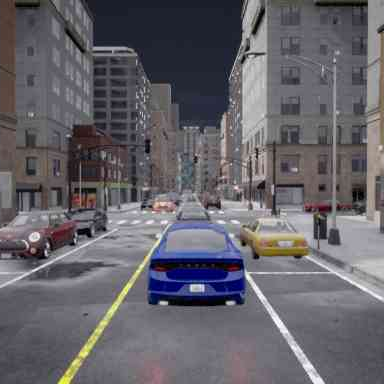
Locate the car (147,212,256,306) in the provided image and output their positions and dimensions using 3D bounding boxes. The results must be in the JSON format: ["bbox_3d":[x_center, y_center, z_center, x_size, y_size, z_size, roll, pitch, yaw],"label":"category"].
[{"bbox_3d":[0.084,1.477,8.109,1.882,1.535,5.008,0,0,0],"label":"car"}]

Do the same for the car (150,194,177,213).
[{"bbox_3d":[-3.157,1.373,37.872,2.097,1.767,4.553,0,0,0],"label":"car"}]

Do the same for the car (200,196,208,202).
[{"bbox_3d":[2.740,1.578,78.258,1.752,1.417,4.829,-1,0,0],"label":"car"}]

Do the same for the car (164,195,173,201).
[{"bbox_3d":[-5.802,1.495,83.661,1.967,1.590,4.097,-1,0,0],"label":"car"}]

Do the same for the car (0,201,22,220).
[{"bbox_3d":[-18.071,1.660,29.470,5.008,1.535,1.882,-1,1,-1],"label":"car"}]

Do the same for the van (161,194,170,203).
[{"bbox_3d":[-5.787,1.391,72.490,1.690,1.788,3.998,-1,0,0],"label":"van"}]

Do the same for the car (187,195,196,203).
[{"bbox_3d":[-0.110,1.568,74.003,2.128,1.511,4.902,0,0,0],"label":"car"}]

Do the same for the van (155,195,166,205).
[{"bbox_3d":[-5.770,1.384,61.318,1.690,1.788,3.998,-1,0,0],"label":"van"}]

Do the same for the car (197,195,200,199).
[{"bbox_3d":[2.752,1.362,66.916,2.192,1.841,5.009,-1,0,0],"label":"car"}]

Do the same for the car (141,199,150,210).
[{"bbox_3d":[-5.743,1.595,44.560,1.947,1.339,4.313,-1,0,0],"label":"car"}]

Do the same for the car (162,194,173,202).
[{"bbox_3d":[-5.795,1.368,78.076,2.192,1.841,5.009,-1,0,0],"label":"car"}]

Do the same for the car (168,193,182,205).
[{"bbox_3d":[-3.170,1.256,53.874,2.150,2.045,5.566,0,0,0],"label":"car"}]

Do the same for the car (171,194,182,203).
[{"bbox_3d":[-3.105,1.403,68.810,2.097,1.767,4.553,0,0,0],"label":"car"}]

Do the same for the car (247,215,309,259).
[{"bbox_3d":[2.829,1.525,12.374,1.752,1.417,4.829,-1,0,0],"label":"car"}]

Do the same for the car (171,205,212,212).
[{"bbox_3d":[0.074,1.603,17.472,1.895,1.301,4.718,0,0,0],"label":"car"}]

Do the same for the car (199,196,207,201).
[{"bbox_3d":[2.734,1.621,83.674,1.947,1.339,4.313,-1,0,0],"label":"car"}]

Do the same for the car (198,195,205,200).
[{"bbox_3d":[2.721,1.609,94.845,2.008,1.369,4.403,-1,0,0],"label":"car"}]

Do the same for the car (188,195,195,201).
[{"bbox_3d":[-0.125,1.524,84.454,1.895,1.301,4.718,0,0,0],"label":"car"}]

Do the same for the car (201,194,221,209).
[{"bbox_3d":[2.780,1.344,44.573,2.192,1.841,5.009,-1,0,0],"label":"car"}]

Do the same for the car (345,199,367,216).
[{"bbox_3d":[16.798,1.357,29.738,4.892,1.490,1.837,-1,1,1],"label":"car"}]

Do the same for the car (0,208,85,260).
[{"bbox_3d":[-5.696,1.440,12.191,1.967,1.590,4.097,-1,0,0],"label":"car"}]

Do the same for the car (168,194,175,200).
[{"bbox_3d":[-5.818,1.499,94.833,1.967,1.590,4.097,-1,0,0],"label":"car"}]

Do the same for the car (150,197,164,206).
[{"bbox_3d":[-5.760,1.564,55.562,1.752,1.417,4.829,-1,0,0],"label":"car"}]

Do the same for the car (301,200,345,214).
[{"bbox_3d":[13.310,1.453,32.830,4.718,1.301,1.895,-1,1,-1],"label":"car"}]

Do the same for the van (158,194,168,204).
[{"bbox_3d":[-5.779,1.388,66.904,1.690,1.788,3.998,-1,0,0],"label":"van"}]

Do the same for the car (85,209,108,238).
[{"bbox_3d":[-5.703,1.568,17.687,1.947,1.339,4.313,-1,0,0],"label":"car"}]
